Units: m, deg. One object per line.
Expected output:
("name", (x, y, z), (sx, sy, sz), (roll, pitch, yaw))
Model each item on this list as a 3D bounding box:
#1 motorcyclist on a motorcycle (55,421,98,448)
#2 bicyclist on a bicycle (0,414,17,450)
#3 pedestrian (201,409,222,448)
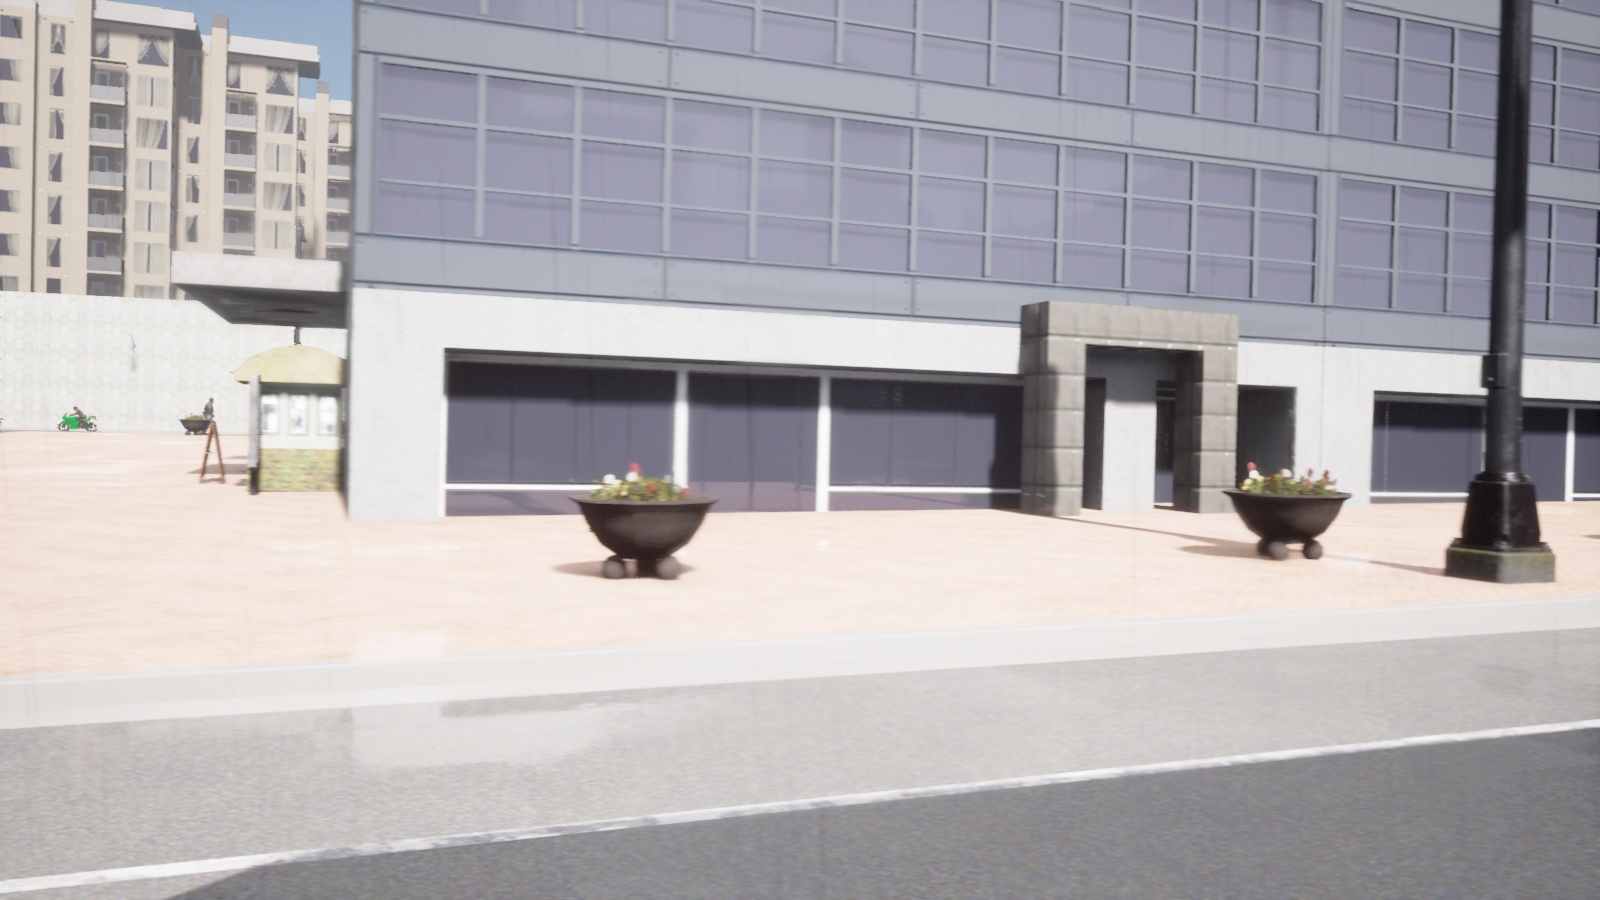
("motorcyclist on a motorcycle", (-41.662, -0.878, 72.360), (2.044, 1.523, 0.797), (0, 1, -19))
("bicyclist on a bicycle", (-39.735, -0.869, 61.911), (1.843, 1.776, 0.659), (0, 1, -19))
("pedestrian", (-28.110, -1.028, 59.986), (0.849, 1.883, 0.563), (0, 1, -22))
